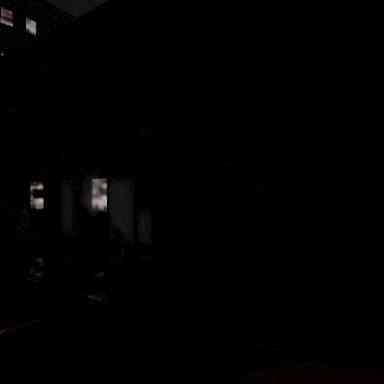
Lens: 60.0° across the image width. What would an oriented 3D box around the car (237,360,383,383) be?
[{"bbox_3d":[2.168,1.525,1.328,4.829,1.417,1.752,0,0,36],"label":"car"}]
